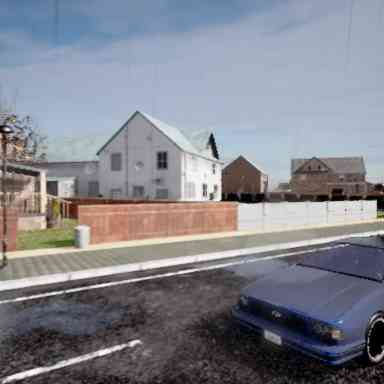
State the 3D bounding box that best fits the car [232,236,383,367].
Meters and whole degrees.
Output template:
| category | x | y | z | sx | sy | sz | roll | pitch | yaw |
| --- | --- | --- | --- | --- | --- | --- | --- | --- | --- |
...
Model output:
| category | x | y | z | sx | sy | sz | roll | pitch | yaw |
| --- | --- | --- | --- | --- | --- | --- | --- | --- | --- |
| car | 3.243 | 1.559 | 5.995 | 5.357 | 1.411 | 2.033 | 0 | 0 | -36 |
